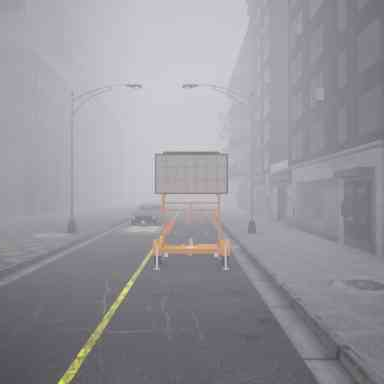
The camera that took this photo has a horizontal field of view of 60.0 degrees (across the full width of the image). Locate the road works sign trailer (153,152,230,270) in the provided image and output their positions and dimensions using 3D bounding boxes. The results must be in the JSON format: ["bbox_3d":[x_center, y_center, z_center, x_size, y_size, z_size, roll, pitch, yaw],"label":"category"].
[{"bbox_3d":[-0.019,0.467,11.038,2.380,3.560,2.880,0,0,0],"label":"road works sign trailer"}]

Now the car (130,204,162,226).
[{"bbox_3d":[-3.136,1.561,24.113,2.033,1.411,5.357,0,0,0],"label":"car"}]

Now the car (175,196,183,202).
[{"bbox_3d":[-3.121,1.692,81.144,2.033,1.411,5.357,0,0,0],"label":"car"}]
